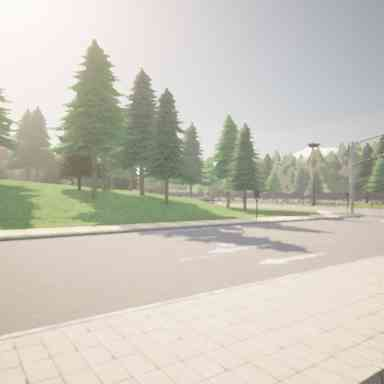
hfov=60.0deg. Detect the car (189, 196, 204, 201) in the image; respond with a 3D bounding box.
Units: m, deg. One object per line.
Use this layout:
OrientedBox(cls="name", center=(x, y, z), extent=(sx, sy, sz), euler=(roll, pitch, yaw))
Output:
OrientedBox(cls="car", center=(1.083, 1.824, 81.885), extent=(1.812, 1.442, 4.674), euler=(1, 0, -35))
